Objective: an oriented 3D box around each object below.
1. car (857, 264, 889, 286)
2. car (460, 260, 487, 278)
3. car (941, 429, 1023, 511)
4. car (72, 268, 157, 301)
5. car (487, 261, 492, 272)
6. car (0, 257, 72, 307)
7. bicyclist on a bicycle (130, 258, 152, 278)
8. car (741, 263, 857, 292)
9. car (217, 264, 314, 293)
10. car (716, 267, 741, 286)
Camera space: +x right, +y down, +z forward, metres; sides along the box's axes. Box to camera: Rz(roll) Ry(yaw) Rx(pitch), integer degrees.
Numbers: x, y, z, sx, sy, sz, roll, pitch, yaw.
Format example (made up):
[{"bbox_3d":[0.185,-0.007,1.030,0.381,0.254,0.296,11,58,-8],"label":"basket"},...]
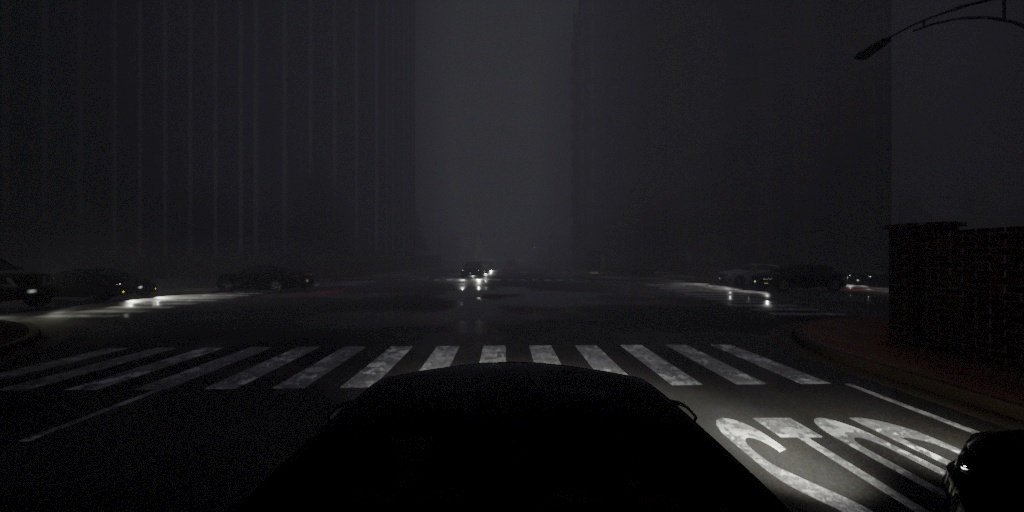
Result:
[{"bbox_3d":[25.770,1.240,24.052,5.357,1.411,2.033,0,0,-2],"label":"car"},{"bbox_3d":[-3.764,1.273,34.596,1.812,1.442,4.674,0,0,0],"label":"car"},{"bbox_3d":[3.591,1.255,0.144,1.837,1.490,4.892,0,0,0],"label":"car"},{"bbox_3d":[-19.043,1.257,16.441,4.181,1.385,1.994,0,0,-1],"label":"car"},{"bbox_3d":[-3.813,1.272,43.768,1.812,1.442,4.674,0,0,0],"label":"car"},{"bbox_3d":[-20.041,0.915,12.908,5.566,2.045,2.150,0,0,0],"label":"car"},{"bbox_3d":[-29.309,0.993,28.353,0.582,1.620,1.656,0,0,0],"label":"bicyclist on a bicycle"},{"bbox_3d":[16.224,1.198,20.421,4.892,1.490,1.837,0,0,-1],"label":"car"},{"bbox_3d":[-13.676,1.177,19.955,5.008,1.535,1.882,0,-1,8],"label":"car"},{"bbox_3d":[16.182,1.218,23.914,4.674,1.442,1.812,0,0,0],"label":"car"}]
